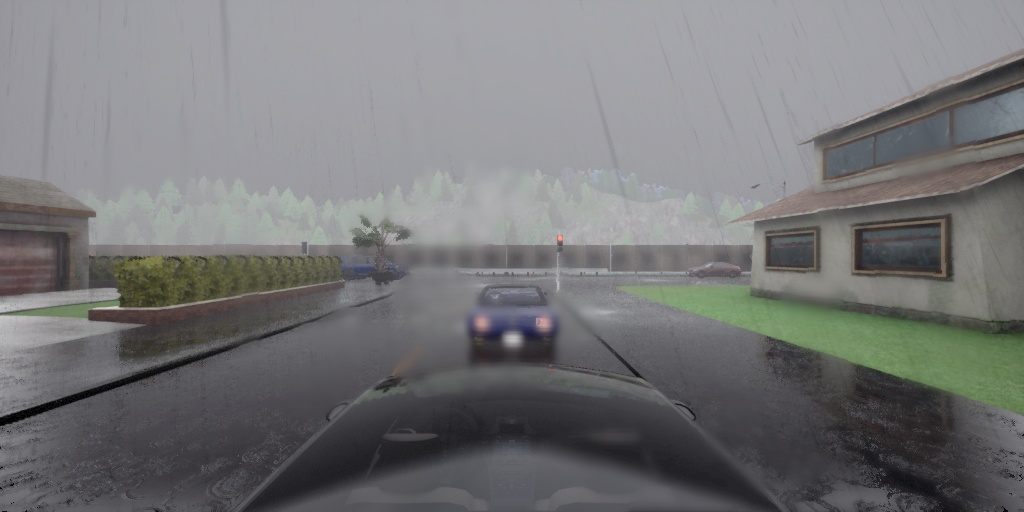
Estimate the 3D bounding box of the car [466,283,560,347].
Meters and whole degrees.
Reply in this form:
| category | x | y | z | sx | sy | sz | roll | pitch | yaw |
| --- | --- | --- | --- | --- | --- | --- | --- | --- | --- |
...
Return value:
| category | x | y | z | sx | sy | sz | roll | pitch | yaw |
| --- | --- | --- | --- | --- | --- | --- | --- | --- | --- |
| car | 0.042 | 1.351 | 9.295 | 1.895 | 1.301 | 4.718 | 0 | 0 | 1 |

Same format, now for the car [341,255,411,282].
| category | x | y | z | sx | sy | sz | roll | pitch | yaw |
| --- | --- | --- | --- | --- | --- | --- | --- | --- | --- |
| car | -10.971 | 0.973 | 28.622 | 5.566 | 2.045 | 2.150 | 0 | 0 | 5 |

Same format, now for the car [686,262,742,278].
| category | x | y | z | sx | sy | sz | roll | pitch | yaw |
| --- | --- | --- | --- | --- | --- | --- | --- | --- | --- |
| car | 18.535 | 1.276 | 33.017 | 4.674 | 1.442 | 1.812 | 0 | 0 | 0 |
